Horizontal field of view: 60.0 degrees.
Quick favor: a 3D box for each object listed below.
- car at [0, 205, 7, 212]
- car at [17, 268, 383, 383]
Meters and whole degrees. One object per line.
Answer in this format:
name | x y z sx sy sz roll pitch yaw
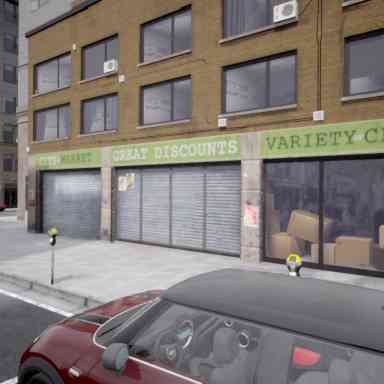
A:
car | -19.405 1.458 29.761 1.895 1.301 4.718 1 1 34
car | 0.261 1.440 2.879 4.097 1.590 1.967 0 1 35
